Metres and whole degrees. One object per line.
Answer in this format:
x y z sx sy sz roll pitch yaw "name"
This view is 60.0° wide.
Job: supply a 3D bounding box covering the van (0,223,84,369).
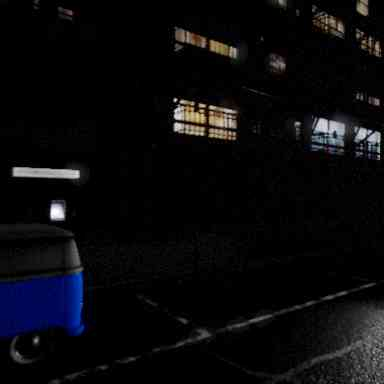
-3.408 1.338 4.121 3.998 1.788 1.690 0 0 -36 "van"
